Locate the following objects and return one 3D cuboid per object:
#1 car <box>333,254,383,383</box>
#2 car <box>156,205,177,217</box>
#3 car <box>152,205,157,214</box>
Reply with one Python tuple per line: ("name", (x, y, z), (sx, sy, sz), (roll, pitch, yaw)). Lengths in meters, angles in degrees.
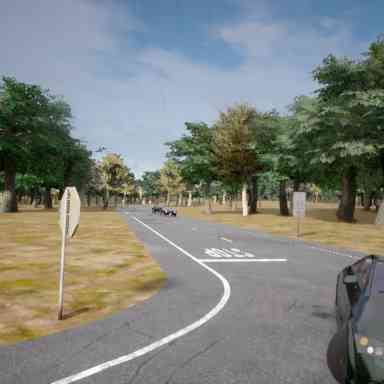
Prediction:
("car", (3.130, 1.643, 4.656), (1.994, 1.385, 4.181), (1, -1, 22))
("car", (-3.489, 2.851, 48.054), (1.895, 1.301, 4.718), (3, -2, -13))
("car", (-5.751, 2.962, 56.899), (1.882, 1.535, 5.008), (3, -2, -14))
